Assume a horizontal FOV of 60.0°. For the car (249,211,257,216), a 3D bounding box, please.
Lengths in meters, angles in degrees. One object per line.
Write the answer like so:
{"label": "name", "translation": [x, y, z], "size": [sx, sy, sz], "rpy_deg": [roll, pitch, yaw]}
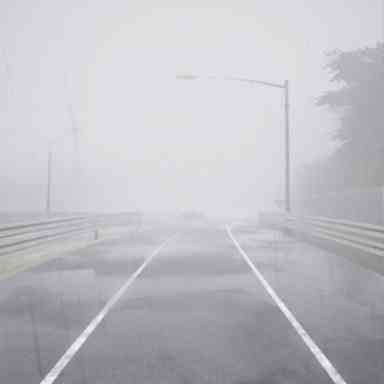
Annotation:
{"label": "car", "translation": [16.520, 5.757, 89.744], "size": [1.812, 1.442, 4.674], "rpy_deg": [0, -3, 9]}

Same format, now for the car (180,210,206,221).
{"label": "car", "translation": [0.171, 3.349, 47.456], "size": [2.128, 1.511, 4.902], "rpy_deg": [-2, -4, 33]}
